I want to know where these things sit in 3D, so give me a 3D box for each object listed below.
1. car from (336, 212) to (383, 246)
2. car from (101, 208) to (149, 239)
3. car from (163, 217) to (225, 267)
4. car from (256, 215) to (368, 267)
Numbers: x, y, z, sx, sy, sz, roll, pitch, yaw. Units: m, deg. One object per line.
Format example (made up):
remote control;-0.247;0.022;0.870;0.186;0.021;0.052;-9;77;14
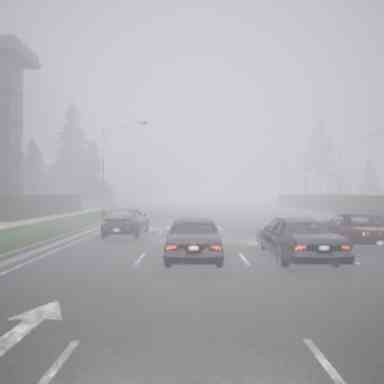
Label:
car;7.080;1.613;14.705;1.895;1.301;4.718;0;0;0
car;-3.415;1.540;17.329;1.812;1.442;4.674;0;0;0
car;0.061;1.557;11.463;2.033;1.411;5.357;0;0;0
car;3.566;1.557;11.460;2.033;1.411;5.357;0;0;0
